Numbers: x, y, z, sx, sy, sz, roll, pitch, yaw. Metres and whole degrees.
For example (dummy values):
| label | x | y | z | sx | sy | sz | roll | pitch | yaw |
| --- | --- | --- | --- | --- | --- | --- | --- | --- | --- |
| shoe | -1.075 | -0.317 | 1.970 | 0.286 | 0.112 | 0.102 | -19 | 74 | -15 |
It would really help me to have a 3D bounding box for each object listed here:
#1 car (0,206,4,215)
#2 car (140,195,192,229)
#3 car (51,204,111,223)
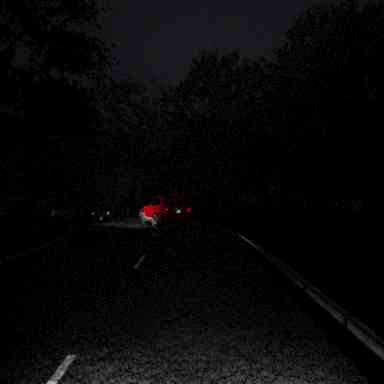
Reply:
| label | x | y | z | sx | sy | sz | roll | pitch | yaw |
| --- | --- | --- | --- | --- | --- | --- | --- | --- | --- |
| car | -19.955 | 1.760 | 30.611 | 4.902 | 1.511 | 2.128 | -1 | -3 | 2 |
| car | -1.823 | 1.264 | 22.111 | 2.150 | 2.045 | 5.566 | 2 | -2 | -22 |
| car | -8.261 | 1.584 | 24.785 | 4.718 | 1.301 | 1.895 | 0 | -3 | 32 |
